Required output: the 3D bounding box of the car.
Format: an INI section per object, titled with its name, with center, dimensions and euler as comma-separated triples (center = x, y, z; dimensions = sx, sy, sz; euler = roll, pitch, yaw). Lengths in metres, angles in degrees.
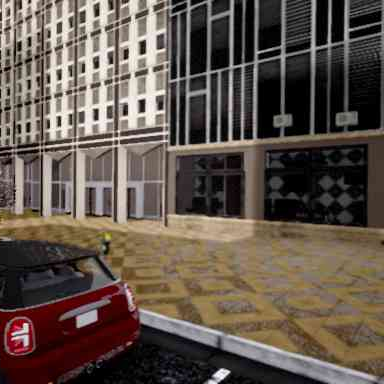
[car]
center = -2.745, 1.422, 4.822
dimensions = 4.097, 1.590, 1.967
euler = 0, 1, 35
